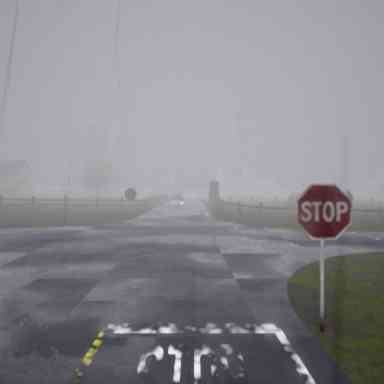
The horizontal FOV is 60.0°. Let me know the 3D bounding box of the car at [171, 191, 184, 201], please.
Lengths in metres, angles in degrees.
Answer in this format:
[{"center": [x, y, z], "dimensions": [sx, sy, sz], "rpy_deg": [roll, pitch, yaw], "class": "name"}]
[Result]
[{"center": [-2.788, 0.774, 65.225], "dimensions": [2.150, 2.045, 5.566], "rpy_deg": [0, 0, 0], "class": "car"}]
